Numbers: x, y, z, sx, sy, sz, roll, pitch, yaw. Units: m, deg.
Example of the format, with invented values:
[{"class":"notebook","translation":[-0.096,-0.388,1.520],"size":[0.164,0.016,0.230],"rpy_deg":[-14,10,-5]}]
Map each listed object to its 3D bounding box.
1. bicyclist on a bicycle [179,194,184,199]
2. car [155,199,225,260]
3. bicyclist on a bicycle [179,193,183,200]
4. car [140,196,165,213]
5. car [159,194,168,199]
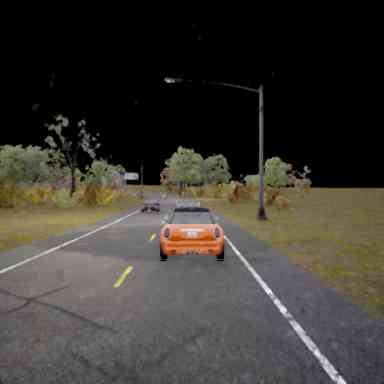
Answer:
[{"class":"bicyclist on a bicycle","translation":[-2.132,1.189,77.183],"size":[0.866,1.612,1.509],"rpy_deg":[0,0,-5]},{"class":"car","translation":[-0.018,1.317,12.370],"size":[2.097,1.767,4.553],"rpy_deg":[0,0,-1]},{"class":"bicyclist on a bicycle","translation":[-2.883,1.154,86.178],"size":[0.866,1.612,1.509],"rpy_deg":[0,0,-5]},{"class":"car","translation":[-4.279,1.447,35.306],"size":[2.033,1.411,5.357],"rpy_deg":[0,0,-2]},{"class":"car","translation":[-6.623,1.107,77.393],"size":[2.128,1.511,4.902],"rpy_deg":[0,0,-4]}]
